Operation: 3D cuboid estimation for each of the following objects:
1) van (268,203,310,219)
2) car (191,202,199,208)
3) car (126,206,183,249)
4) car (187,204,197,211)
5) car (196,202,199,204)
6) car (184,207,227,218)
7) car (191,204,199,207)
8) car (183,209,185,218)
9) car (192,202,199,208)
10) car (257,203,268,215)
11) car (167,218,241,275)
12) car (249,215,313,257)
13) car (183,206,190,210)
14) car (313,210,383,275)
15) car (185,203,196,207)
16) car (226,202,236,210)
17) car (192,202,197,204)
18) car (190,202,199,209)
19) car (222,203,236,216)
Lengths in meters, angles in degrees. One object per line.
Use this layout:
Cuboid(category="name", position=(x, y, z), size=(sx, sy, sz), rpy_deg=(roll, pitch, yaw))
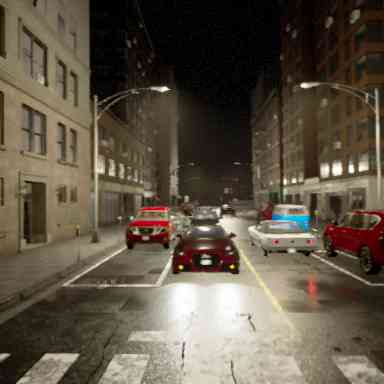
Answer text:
Cuboid(category="van", position=(6.436, 1.741, 21.928), size=(1.690, 1.788, 3.998), rpy_deg=(-1, -1, 2))
Cuboid(category="car", position=(0.730, 3.235, 82.721), size=(1.967, 1.590, 4.097), rpy_deg=(-1, -1, 2))
Cuboid(category="car", position=(-1.883, 1.709, 16.745), size=(2.192, 1.841, 5.009), rpy_deg=(-1, -1, 2))
Cuboid(category="car", position=(0.079, 3.026, 66.223), size=(1.802, 1.307, 4.206), rpy_deg=(-1, -1, 2))
Cuboid(category="car", position=(-0.357, 2.761, 55.227), size=(2.008, 1.369, 4.403), rpy_deg=(-1, -1, 2))
Cuboid(category="car", position=(0.865, 1.948, 21.230), size=(2.128, 1.511, 4.902), rpy_deg=(-1, -1, 2))
Cuboid(category="car", position=(1.275, 2.164, 31.423), size=(2.128, 1.511, 4.902), rpy_deg=(-1, -1, 2))
Cuboid(category="car", position=(-1.662, 2.076, 22.237), size=(1.947, 1.339, 4.313), rpy_deg=(-1, -1, 2))
Cuboid(category="car", position=(0.948, 3.351, 88.219), size=(1.967, 1.590, 4.097), rpy_deg=(-1, -1, 2))
Cuboid(category="car", position=(6.647, 1.832, 27.428), size=(2.192, 1.841, 5.009), rpy_deg=(-1, -1, 2))
Cuboid(category="car", position=(0.473, 1.807, 11.225), size=(1.994, 1.385, 4.181), rpy_deg=(-1, -1, 2))
Cuboid(category="car", position=(3.641, 1.869, 14.207), size=(1.895, 1.301, 4.718), rpy_deg=(-1, -1, 1))
Cuboid(category="car", position=(-1.445, 2.178, 27.736), size=(2.008, 1.369, 4.403), rpy_deg=(-1, -1, 2))
Cuboid(category="car", position=(6.014, 1.481, 10.932), size=(2.192, 1.841, 5.009), rpy_deg=(-1, -1, 2))
Cuboid(category="car", position=(-0.792, 2.522, 44.231), size=(1.887, 1.381, 4.507), rpy_deg=(-1, -1, 2))
Cuboid(category="car", position=(8.344, 2.980, 71.581), size=(1.752, 1.417, 4.829), rpy_deg=(-1, -1, 2))
Cuboid(category="car", position=(-0.574, 2.638, 49.729), size=(1.887, 1.381, 4.507), rpy_deg=(-1, -1, 2))
Cuboid(category="car", position=(0.513, 3.118, 77.223), size=(1.967, 1.590, 4.097), rpy_deg=(-1, -1, 2))
Cuboid(category="car", position=(4.706, 2.393, 43.913), size=(2.128, 1.511, 4.902), rpy_deg=(-1, -1, 2))
